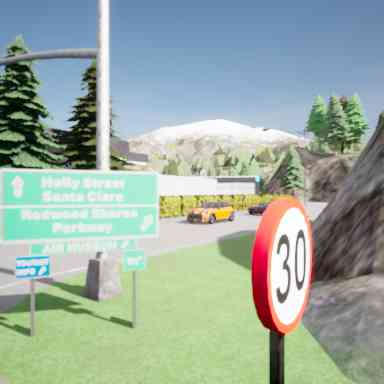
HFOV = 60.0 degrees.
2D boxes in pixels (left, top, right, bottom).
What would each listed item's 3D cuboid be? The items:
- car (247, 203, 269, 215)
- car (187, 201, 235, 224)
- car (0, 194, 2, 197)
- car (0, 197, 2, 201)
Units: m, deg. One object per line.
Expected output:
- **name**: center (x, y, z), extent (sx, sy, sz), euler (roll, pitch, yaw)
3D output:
- **car**: center (7.661, 1.790, 35.118), extent (1.895, 1.301, 4.718), euler (0, 0, 36)
- **car**: center (1.563, 1.541, 26.726), extent (2.097, 1.767, 4.553), euler (0, 0, 36)
- **car**: center (-38.665, 1.478, 69.982), extent (4.514, 1.523, 2.007), euler (0, 0, 35)
- **car**: center (-12.422, 1.500, 26.064), extent (1.905, 1.878, 3.866), euler (0, 0, 35)
